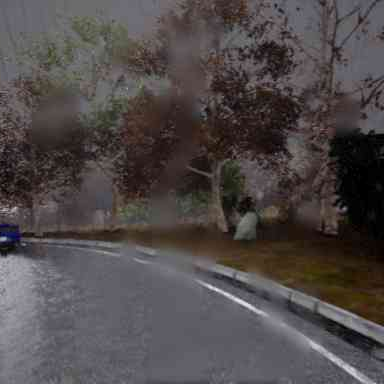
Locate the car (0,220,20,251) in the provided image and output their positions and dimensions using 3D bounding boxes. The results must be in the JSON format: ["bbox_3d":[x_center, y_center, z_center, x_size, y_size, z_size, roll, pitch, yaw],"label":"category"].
[{"bbox_3d":[-9.374,1.775,13.874,5.008,1.535,1.882,-3,-2,28],"label":"car"}]
